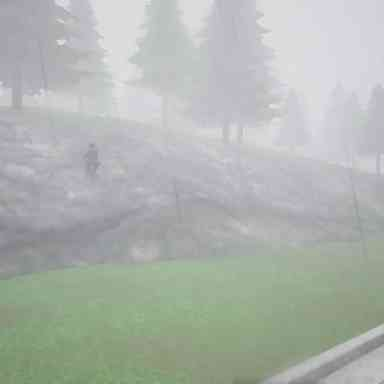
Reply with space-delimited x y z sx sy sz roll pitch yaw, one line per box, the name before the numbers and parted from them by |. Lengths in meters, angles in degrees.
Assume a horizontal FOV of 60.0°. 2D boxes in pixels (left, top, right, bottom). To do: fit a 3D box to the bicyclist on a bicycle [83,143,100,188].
bicyclist on a bicycle | -4.065 -1.125 13.409 0.582 1.620 1.656 -5 34 -37
